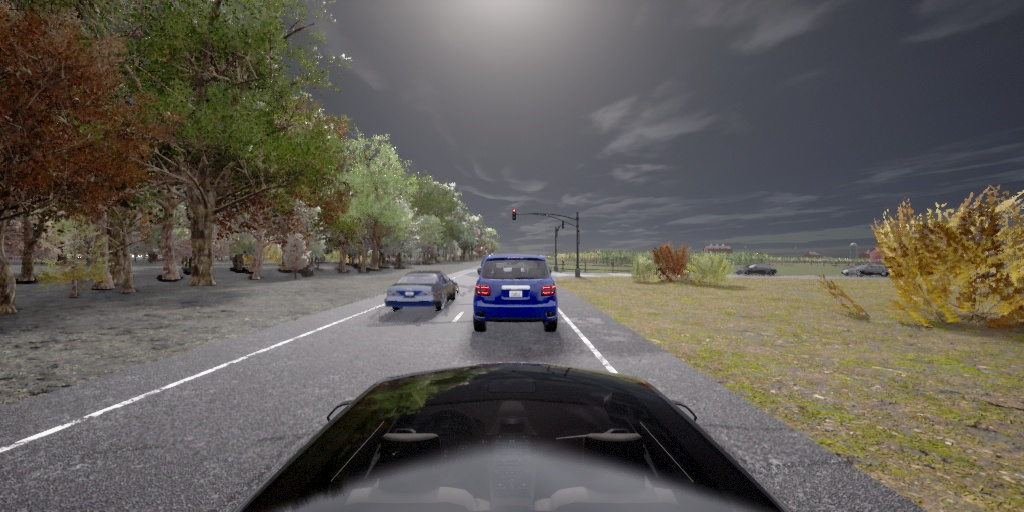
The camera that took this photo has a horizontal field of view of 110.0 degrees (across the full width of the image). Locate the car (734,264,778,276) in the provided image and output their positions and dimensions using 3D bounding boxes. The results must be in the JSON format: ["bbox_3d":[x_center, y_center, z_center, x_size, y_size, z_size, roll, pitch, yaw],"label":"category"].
[{"bbox_3d":[29.493,1.657,43.403,4.674,1.442,1.812,0,-1,0],"label":"car"}]

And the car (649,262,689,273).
[{"bbox_3d":[19.045,1.494,43.439,5.008,1.535,1.882,1,-1,0],"label":"car"}]

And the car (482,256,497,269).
[{"bbox_3d":[-3.494,0.979,56.677,2.150,2.045,5.566,0,0,0],"label":"car"}]

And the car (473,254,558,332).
[{"bbox_3d":[0.088,0.974,11.011,2.150,2.045,5.566,0,0,0],"label":"car"}]

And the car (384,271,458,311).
[{"bbox_3d":[-3.419,1.300,14.428,2.033,1.411,5.357,0,0,0],"label":"car"}]

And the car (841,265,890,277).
[{"bbox_3d":[42.712,1.767,43.352,4.902,1.511,2.128,1,-1,0],"label":"car"}]
